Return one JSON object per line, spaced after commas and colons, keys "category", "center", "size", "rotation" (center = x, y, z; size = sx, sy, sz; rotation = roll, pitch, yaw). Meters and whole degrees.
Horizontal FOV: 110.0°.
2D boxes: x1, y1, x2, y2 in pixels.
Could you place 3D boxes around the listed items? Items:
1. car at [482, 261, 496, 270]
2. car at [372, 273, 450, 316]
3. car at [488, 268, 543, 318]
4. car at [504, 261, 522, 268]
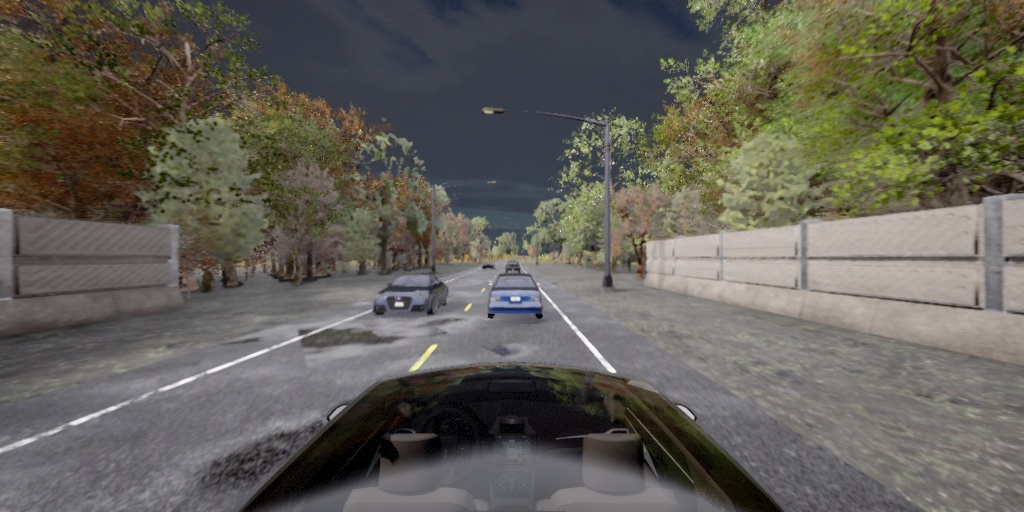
{"category": "car", "center": [-3.545, 1.480, 54.745], "size": [1.895, 1.301, 4.718], "rotation": [0, 0, 0]}
{"category": "car", "center": [-3.594, 1.353, 13.426], "size": [1.994, 1.385, 4.181], "rotation": [0, 0, 0]}
{"category": "car", "center": [0.103, 1.337, 13.261], "size": [2.033, 1.411, 5.357], "rotation": [0, 0, 0]}
{"category": "car", "center": [0.123, 1.371, 45.162], "size": [1.837, 1.490, 4.892], "rotation": [0, 0, 0]}
